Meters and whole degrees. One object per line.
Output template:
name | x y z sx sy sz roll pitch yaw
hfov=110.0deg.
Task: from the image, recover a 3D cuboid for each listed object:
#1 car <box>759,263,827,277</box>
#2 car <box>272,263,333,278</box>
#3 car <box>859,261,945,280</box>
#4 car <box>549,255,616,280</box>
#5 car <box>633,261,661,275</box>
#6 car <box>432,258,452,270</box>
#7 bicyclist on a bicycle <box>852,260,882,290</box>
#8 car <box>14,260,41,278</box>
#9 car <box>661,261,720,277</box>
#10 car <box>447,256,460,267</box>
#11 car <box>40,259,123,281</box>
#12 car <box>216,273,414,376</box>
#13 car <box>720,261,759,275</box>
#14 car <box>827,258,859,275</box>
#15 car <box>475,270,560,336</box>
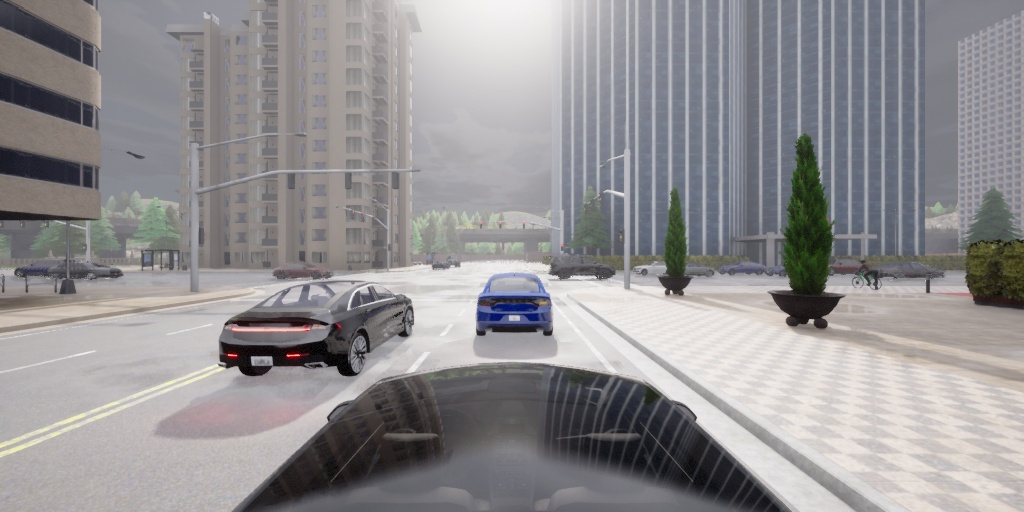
car | 26.906 1.276 34.420 4.674 1.442 1.812 0 0 0
car | -17.597 1.275 30.252 4.674 1.442 1.812 0 0 -1
car | 33.654 1.297 30.801 5.357 1.411 2.033 0 0 -1
car | 5.895 0.971 30.499 5.566 2.045 2.150 0 0 -1
car | 15.183 1.276 37.802 4.674 1.442 1.812 0 0 -1
car | -10.633 1.351 53.547 1.895 1.301 4.718 0 0 0
bicyclist on a bicycle | 19.628 1.051 19.865 0.582 1.620 1.656 0 0 -1
car | -43.391 1.102 33.659 4.553 1.767 2.097 0 0 -1
car | 16.987 1.314 34.321 4.181 1.385 1.994 0 0 -1
car | -10.602 0.971 64.221 2.150 2.045 5.566 0 0 0
car | -35.685 1.254 30.060 4.892 1.490 1.837 0 0 0
car | -3.447 1.242 7.390 2.128 1.511 4.902 0 0 0
car | 24.266 1.276 37.896 4.674 1.442 1.812 0 0 0
car | 34.351 1.102 37.997 4.553 1.767 2.097 0 0 0
car | 0.069 1.228 10.429 1.882 1.535 5.008 0 0 0
